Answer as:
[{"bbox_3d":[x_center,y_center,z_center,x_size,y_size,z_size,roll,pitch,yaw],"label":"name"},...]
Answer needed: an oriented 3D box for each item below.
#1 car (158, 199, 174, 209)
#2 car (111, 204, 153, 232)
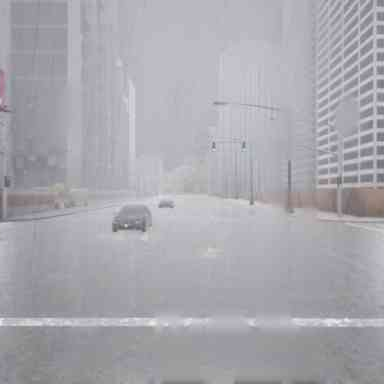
[{"bbox_3d":[-3.431,1.600,44.449,1.895,1.301,4.718,0,0,0],"label":"car"},{"bbox_3d":[-3.470,1.528,19.957,1.837,1.490,4.892,0,0,0],"label":"car"}]
